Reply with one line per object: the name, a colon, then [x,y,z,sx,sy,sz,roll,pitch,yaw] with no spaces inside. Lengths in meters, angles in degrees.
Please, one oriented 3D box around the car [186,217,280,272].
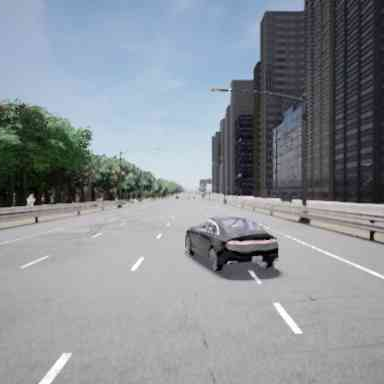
car: [1.124,1.591,11.300,2.128,1.511,4.902,0,0,-15]
